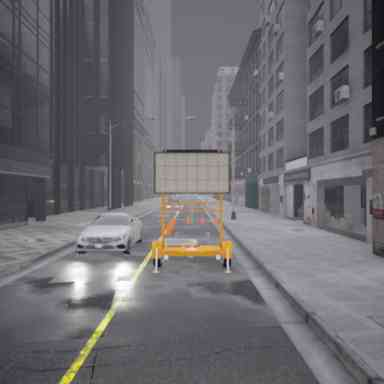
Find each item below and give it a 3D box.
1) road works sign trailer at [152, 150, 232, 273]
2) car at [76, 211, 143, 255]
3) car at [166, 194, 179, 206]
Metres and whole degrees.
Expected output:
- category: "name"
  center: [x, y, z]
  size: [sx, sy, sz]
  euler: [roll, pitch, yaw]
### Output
- category: "road works sign trailer"
  center: [0.005, 0.460, 10.634]
  size: [2.380, 3.560, 2.880]
  euler: [0, 0, 0]
- category: "car"
  center: [-3.093, 1.520, 13.364]
  size: [1.812, 1.442, 4.674]
  euler: [0, 0, 0]
- category: "car"
  center: [-3.056, 1.483, 54.630]
  size: [1.812, 1.442, 4.674]
  euler: [0, 0, 0]
